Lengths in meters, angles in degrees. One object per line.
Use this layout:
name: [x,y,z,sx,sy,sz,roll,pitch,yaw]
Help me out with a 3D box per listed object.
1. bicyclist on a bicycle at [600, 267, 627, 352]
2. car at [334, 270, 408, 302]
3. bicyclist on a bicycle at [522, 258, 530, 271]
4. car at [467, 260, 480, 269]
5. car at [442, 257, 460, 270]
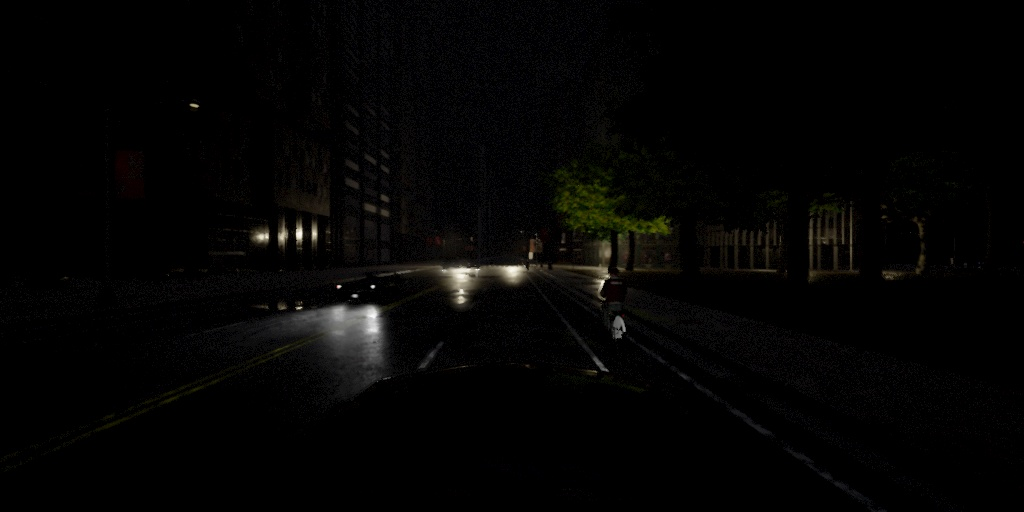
bicyclist on a bicycle: [2.250,1.131,8.105,0.659,1.776,1.843,0,0,0]
car: [-6.602,1.378,17.313,1.895,1.301,4.718,0,0,0]
bicyclist on a bicycle: [2.182,1.312,50.098,0.866,1.612,1.509,0,0,0]
car: [-6.501,1.487,61.297,1.837,1.490,4.892,0,0,0]
car: [-9.778,1.132,57.934,2.150,2.045,5.566,0,-1,0]
